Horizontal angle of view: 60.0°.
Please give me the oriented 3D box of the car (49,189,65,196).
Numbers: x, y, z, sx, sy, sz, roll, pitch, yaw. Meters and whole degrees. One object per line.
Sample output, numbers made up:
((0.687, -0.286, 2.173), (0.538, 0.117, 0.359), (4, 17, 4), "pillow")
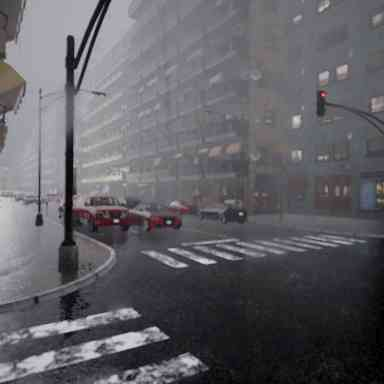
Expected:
((-28.038, 0.426, 69.817), (2.192, 1.841, 5.009), (2, 0, -33), "car")

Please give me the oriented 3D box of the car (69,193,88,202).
((-19.028, 0.873, 55.746), (1.887, 1.381, 4.507), (2, 0, -33), "car")

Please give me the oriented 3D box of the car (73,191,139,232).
((-5.061, 1.068, 18.425), (2.192, 1.841, 5.009), (2, 0, -33), "car")

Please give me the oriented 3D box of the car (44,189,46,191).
((-31.043, 0.354, 74.507), (2.192, 1.841, 5.009), (2, 0, -33), "car")

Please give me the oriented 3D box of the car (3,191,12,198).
((-38.126, 0.501, 70.020), (1.887, 1.381, 4.507), (2, 0, -33), "car")

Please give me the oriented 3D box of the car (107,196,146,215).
((-6.106, 1.176, 30.551), (1.837, 1.490, 4.892), (1, 0, -32), "car")

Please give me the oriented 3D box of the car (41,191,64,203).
((-19.446, 0.903, 45.785), (1.812, 1.442, 4.674), (1, 0, -32), "car")

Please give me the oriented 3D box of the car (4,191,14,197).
((-41.132, 0.466, 74.709), (1.802, 1.307, 4.206), (2, 0, -33), "car")

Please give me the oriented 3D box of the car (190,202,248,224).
((2.008, 1.402, 22.913), (1.947, 1.339, 4.313), (2, 0, -33), "car")

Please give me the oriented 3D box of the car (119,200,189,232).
((-2.256, 1.358, 18.812), (1.994, 1.385, 4.181), (1, 0, -33), "car")

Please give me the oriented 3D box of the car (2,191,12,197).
((-44.138, 0.394, 79.400), (1.802, 1.307, 4.206), (2, 0, -33), "car")

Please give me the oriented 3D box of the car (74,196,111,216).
((-8.690, 1.164, 28.860), (1.812, 1.442, 4.674), (1, 0, -33), "car")

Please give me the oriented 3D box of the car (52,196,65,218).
((-8.073, 1.225, 23.115), (1.887, 1.381, 4.507), (2, 0, -33), "car")

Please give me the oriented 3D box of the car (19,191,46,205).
((-20.094, 0.956, 41.877), (1.947, 1.339, 4.313), (2, 0, -33), "car")

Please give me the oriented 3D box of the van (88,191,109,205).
((-13.013, 0.814, 46.366), (1.690, 1.788, 3.998), (2, 0, -33), "van")

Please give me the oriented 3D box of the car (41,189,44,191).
((-37.151, 0.418, 84.031), (1.752, 1.417, 4.829), (2, 0, -33), "car")

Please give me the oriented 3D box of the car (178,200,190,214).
((-0.997, 1.345, 27.603), (1.802, 1.307, 4.206), (2, 0, -33), "car")

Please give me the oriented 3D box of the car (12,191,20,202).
((-26.105, 0.811, 51.257), (1.947, 1.339, 4.313), (2, 0, -33), "car")
